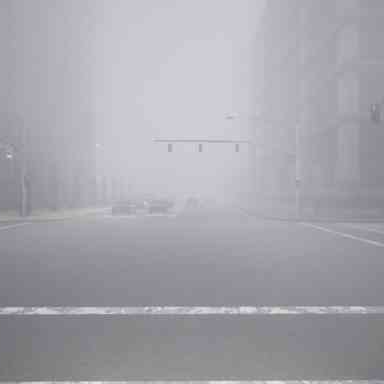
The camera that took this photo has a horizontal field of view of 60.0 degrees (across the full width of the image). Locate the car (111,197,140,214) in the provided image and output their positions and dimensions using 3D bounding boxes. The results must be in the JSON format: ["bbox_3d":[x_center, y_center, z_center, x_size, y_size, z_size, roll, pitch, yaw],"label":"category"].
[{"bbox_3d":[-7.089,1.505,34.889,1.837,1.490,4.892,0,0,0],"label":"car"}]

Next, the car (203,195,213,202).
[{"bbox_3d":[3.524,1.508,73.669,1.812,1.442,4.674,0,0,0],"label":"car"}]

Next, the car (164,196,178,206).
[{"bbox_3d":[-3.565,1.492,57.066,2.128,1.511,4.902,0,0,0],"label":"car"}]

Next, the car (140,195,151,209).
[{"bbox_3d":[-7.083,1.505,44.293,1.837,1.490,4.892,0,0,0],"label":"car"}]

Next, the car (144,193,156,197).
[{"bbox_3d":[-7.070,1.221,54.657,2.150,2.045,5.566,0,0,0],"label":"car"}]

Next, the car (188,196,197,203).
[{"bbox_3d":[0.123,1.564,69.868,1.994,1.385,4.181,0,0,0],"label":"car"}]

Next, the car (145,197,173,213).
[{"bbox_3d":[-3.588,1.547,37.057,2.033,1.411,5.357,0,0,0],"label":"car"}]

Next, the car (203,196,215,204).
[{"bbox_3d":[3.521,1.492,64.594,2.128,1.511,4.902,0,0,0],"label":"car"}]

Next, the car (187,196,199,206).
[{"bbox_3d":[0.117,1.478,54.658,1.882,1.535,5.008,0,0,0],"label":"car"}]

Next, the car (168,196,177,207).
[{"bbox_3d":[-3.584,1.478,46.703,1.882,1.535,5.008,0,0,0],"label":"car"}]
